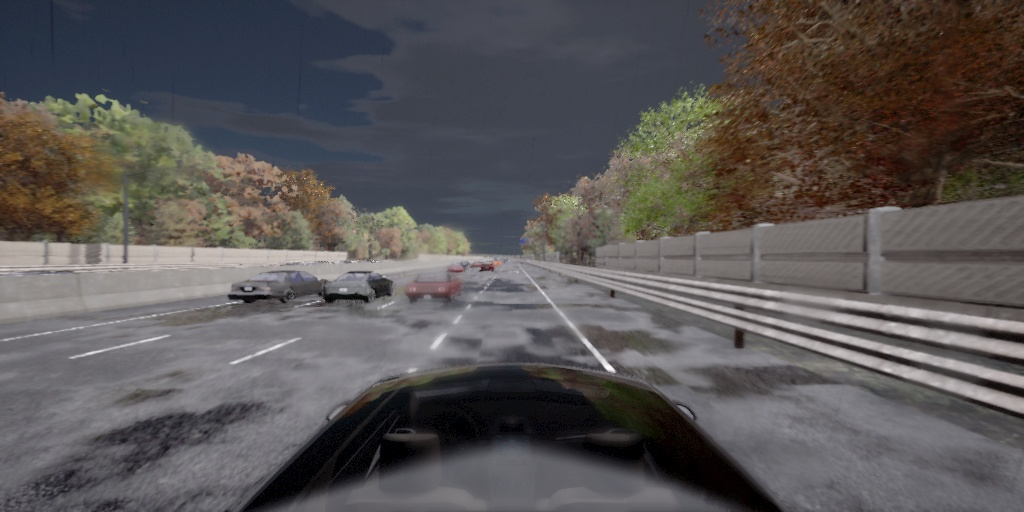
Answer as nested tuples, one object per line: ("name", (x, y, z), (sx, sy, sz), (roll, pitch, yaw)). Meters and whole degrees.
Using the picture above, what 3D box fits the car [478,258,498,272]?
("car", (-3.492, 1.461, 52.497), (1.882, 1.535, 5.008), (0, 0, 0))

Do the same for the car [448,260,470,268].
("car", (-6.993, 1.517, 46.115), (1.994, 1.385, 4.181), (0, 0, 0))

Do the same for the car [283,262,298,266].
("car", (-31.512, 1.541, 51.945), (1.994, 1.385, 4.181), (0, 0, 1))

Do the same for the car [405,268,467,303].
("car", (-3.496, 1.420, 17.062), (1.895, 1.301, 4.718), (0, 0, 0))

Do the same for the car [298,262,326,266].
("car", (-28.006, 1.525, 51.984), (2.033, 1.411, 5.357), (0, 0, 0))

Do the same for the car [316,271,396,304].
("car", (-6.998, 1.382, 16.889), (1.994, 1.385, 4.181), (0, 0, 0))

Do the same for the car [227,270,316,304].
("car", (-10.496, 1.365, 16.782), (2.033, 1.411, 5.357), (0, 0, 0))

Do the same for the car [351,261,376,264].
("car", (-21.025, 1.482, 52.098), (1.837, 1.490, 4.892), (0, 0, 1))

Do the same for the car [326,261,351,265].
("car", (-24.517, 1.504, 52.086), (1.812, 1.442, 4.674), (0, 0, 1))

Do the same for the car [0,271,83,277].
("car", (-21.037, 1.359, 15.903), (2.033, 1.411, 5.357), (0, 0, 1))
